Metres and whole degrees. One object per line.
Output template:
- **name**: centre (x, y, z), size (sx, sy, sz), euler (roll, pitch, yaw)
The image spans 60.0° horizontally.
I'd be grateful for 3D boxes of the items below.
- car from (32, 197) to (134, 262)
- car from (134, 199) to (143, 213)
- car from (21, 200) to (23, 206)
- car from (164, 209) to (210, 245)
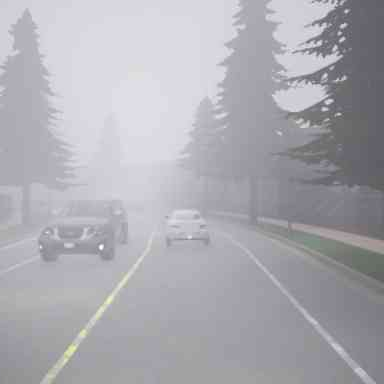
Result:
- **car**: centre (-3.757, 1.229, 12.613), size (2.150, 2.045, 5.566), euler (0, 0, -3)
- **car**: centre (-6.952, 1.513, 36.437), size (2.128, 1.511, 4.902), euler (0, 0, -29)
- **car**: centre (-23.291, 1.508, 49.238), size (5.008, 1.535, 1.882), euler (0, 0, 36)
- **car**: centre (-0.301, 1.535, 15.483), size (1.812, 1.442, 4.674), euler (0, 0, -5)
